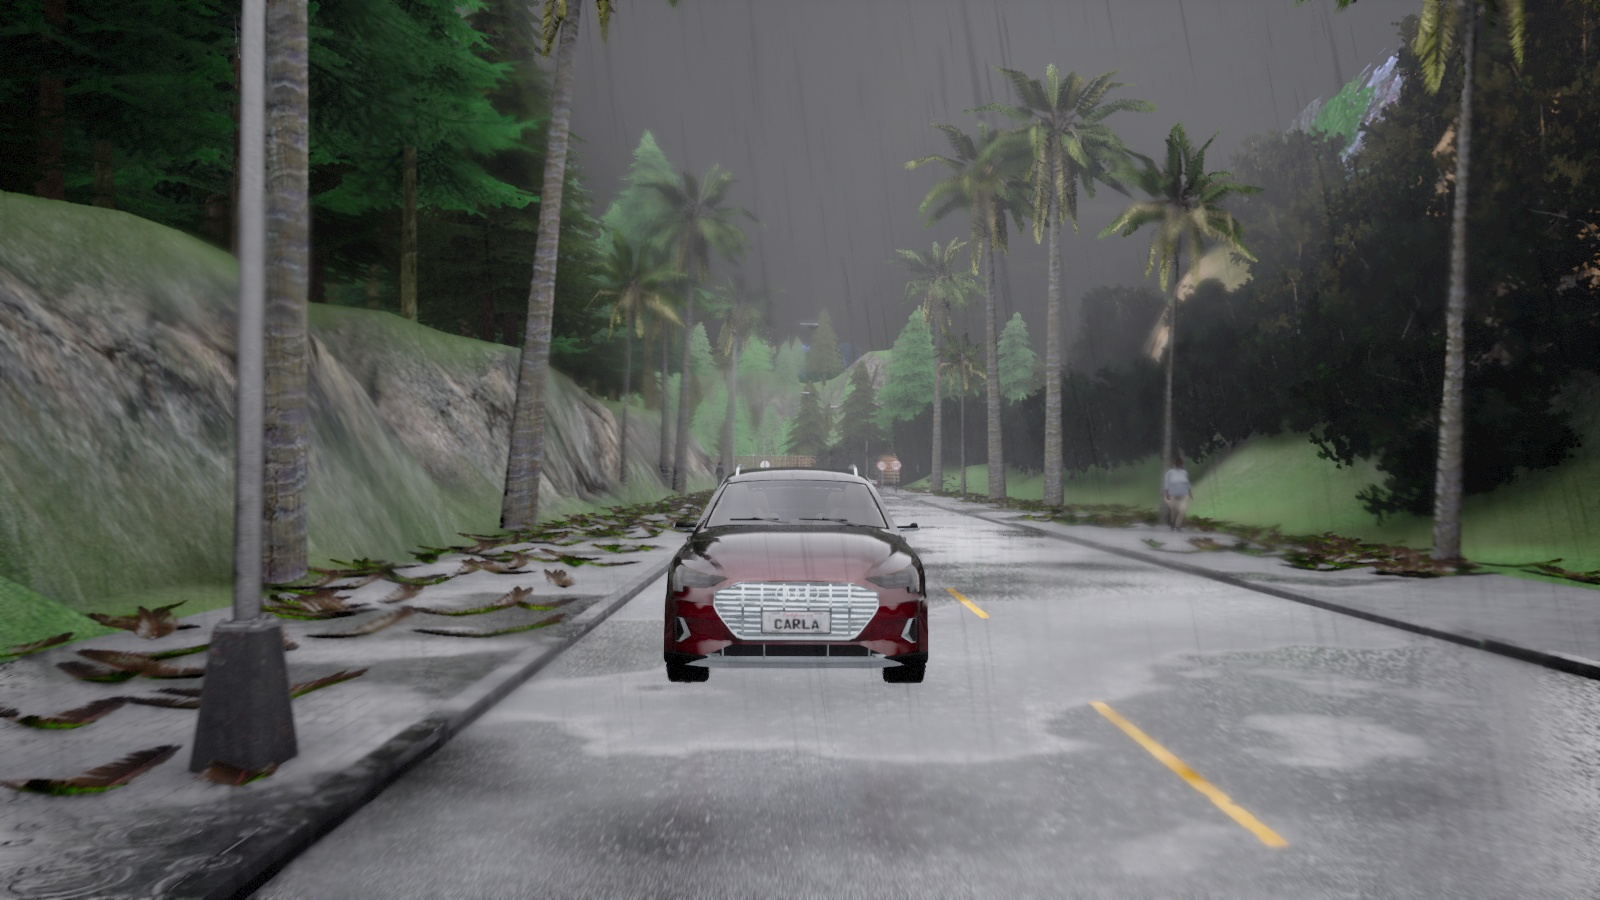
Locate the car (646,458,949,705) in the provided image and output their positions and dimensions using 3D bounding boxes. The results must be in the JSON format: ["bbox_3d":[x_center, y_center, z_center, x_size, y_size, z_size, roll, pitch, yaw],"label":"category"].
[{"bbox_3d":[-0.024,0.927,10.863,2.033,1.649,4.856,0,-1,0],"label":"car"}]

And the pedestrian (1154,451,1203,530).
[{"bbox_3d":[9.031,0.961,29.996,0.874,1.855,0.900,0,-1,0],"label":"pedestrian"}]
